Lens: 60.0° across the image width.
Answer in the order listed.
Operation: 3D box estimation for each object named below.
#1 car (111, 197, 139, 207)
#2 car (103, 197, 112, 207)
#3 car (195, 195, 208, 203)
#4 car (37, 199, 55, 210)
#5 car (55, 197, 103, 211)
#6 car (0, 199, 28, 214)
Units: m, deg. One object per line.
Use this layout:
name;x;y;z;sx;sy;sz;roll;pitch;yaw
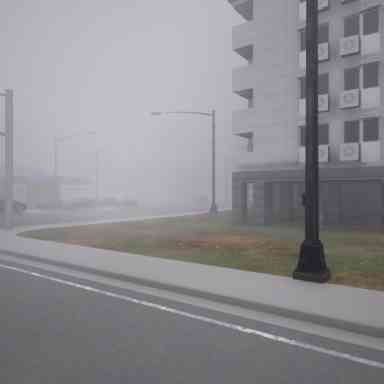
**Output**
car;-9.930;1.601;50.862;1.895;1.301;4.718;0;0;16
car;-13.356;1.478;51.663;1.882;1.535;5.008;0;0;16
car;2.026;1.353;69.982;2.097;1.767;4.553;0;0;-8
car;-17.577;1.564;42.491;1.994;1.385;4.181;0;0;31
car;-14.061;1.492;41.573;2.128;1.511;4.902;0;0;30
car;-19.362;1.478;33.714;1.882;1.535;5.008;0;0;36
